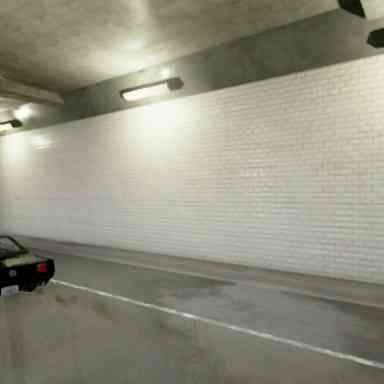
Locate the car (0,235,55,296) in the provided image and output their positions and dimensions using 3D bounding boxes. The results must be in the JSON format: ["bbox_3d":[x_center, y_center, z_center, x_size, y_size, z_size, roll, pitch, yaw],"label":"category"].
[{"bbox_3d":[-5.363,1.650,7.818,4.718,1.301,1.895,0,0,35],"label":"car"}]
